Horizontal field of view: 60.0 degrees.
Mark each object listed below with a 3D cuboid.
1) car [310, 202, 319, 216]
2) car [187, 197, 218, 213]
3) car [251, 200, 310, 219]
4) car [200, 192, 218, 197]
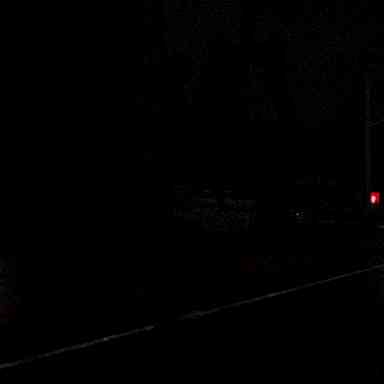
[{"bbox_3d":[9.859,1.506,32.285,2.128,1.511,4.902,0,0,-37],"label":"car"},{"bbox_3d":[1.437,1.579,37.289,1.994,1.385,4.181,0,0,-37],"label":"car"},{"bbox_3d":[7.495,1.616,29.269,1.895,1.301,4.718,0,0,-37],"label":"car"},{"bbox_3d":[5.034,1.113,92.368,1.932,1.855,4.605,0,0,-37],"label":"car"}]
